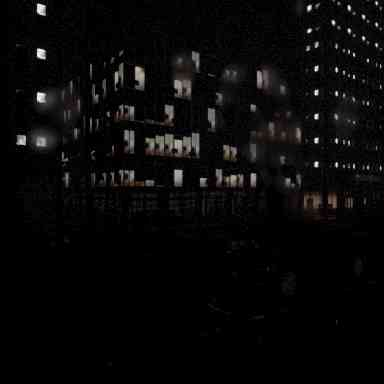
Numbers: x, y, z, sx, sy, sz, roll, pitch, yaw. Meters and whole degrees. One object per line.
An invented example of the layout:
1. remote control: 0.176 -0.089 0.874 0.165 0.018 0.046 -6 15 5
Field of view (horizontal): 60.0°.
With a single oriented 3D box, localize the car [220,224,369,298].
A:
1. car: 2.741 1.545 8.504 4.507 1.381 1.887 0 0 -35
